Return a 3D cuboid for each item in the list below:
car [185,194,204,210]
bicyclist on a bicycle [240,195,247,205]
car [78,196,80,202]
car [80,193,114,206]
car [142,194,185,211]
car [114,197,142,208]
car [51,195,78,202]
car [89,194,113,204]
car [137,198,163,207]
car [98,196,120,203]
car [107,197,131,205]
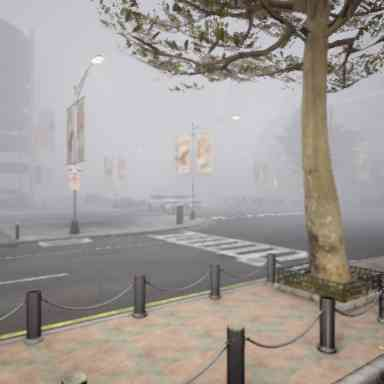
[{"bbox_3d":[-0.777,1.252,43.488,2.150,2.045,5.566,0,0,-35],"label":"car"},{"bbox_3d":[8.521,1.349,55.398,1.656,1.620,0.582,0,0,-36],"label":"bicyclist on a bicycle"},{"bbox_3d":[-26.750,1.443,74.551,5.008,1.535,1.882,0,0,12],"label":"car"},{"bbox_3d":[-16.305,1.245,57.178,5.566,2.045,2.150,0,0,40],"label":"car"},{"bbox_3d":[-3.631,1.247,41.461,2.150,2.045,5.566,0,0,-35],"label":"car"},{"bbox_3d":[-9.356,1.530,49.365,1.837,1.490,4.892,0,0,-37],"label":"car"},{"bbox_3d":[-27.710,1.472,71.186,4.892,1.490,1.837,0,0,12],"label":"car"},{"bbox_3d":[-18.466,1.384,67.478,4.553,1.767,2.097,0,0,26],"label":"car"},{"bbox_3d":[-6.496,1.631,51.407,1.895,1.301,4.718,0,0,-37],"label":"car"},{"bbox_3d":[-17.722,1.585,71.034,4.181,1.385,1.994,0,0,26],"label":"car"},{"bbox_3d":[-12.984,1.629,58.872,4.718,1.301,1.895,0,0,43],"label":"car"}]
